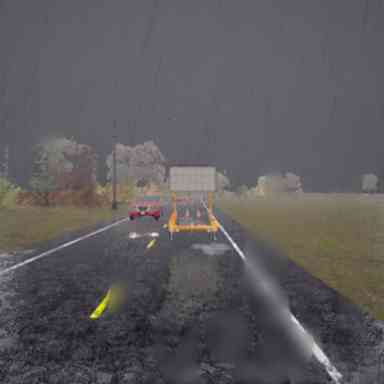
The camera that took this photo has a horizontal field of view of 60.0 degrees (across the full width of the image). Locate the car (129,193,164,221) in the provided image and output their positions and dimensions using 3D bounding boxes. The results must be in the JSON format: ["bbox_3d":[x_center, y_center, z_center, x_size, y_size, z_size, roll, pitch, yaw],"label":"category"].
[{"bbox_3d":[-3.525,1.139,26.648,2.150,2.045,5.566,0,0,0],"label":"car"}]

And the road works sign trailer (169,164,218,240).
[{"bbox_3d":[0.044,0.411,16.745,2.380,3.560,2.880,0,0,-1],"label":"road works sign trailer"}]

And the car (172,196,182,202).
[{"bbox_3d":[-3.039,1.389,68.197,1.895,1.301,4.718,0,0,1],"label":"car"}]
